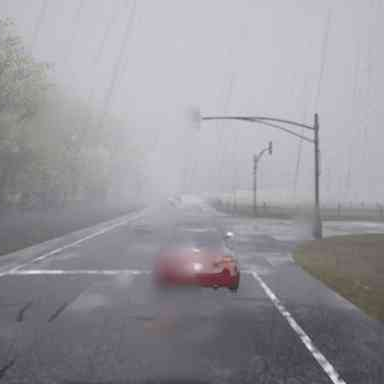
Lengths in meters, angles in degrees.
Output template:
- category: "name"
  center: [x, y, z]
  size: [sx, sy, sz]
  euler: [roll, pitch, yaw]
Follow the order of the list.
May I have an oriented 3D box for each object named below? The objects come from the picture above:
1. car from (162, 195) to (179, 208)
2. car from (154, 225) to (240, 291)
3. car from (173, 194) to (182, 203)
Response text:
- category: "car"
  center: [-3.439, 1.681, 51.551]
  size: [1.812, 1.442, 4.674]
  euler: [0, 0, 0]
- category: "car"
  center: [0.203, 1.593, 9.156]
  size: [1.994, 1.385, 4.181]
  euler: [0, 0, 3]
- category: "car"
  center: [-3.538, 1.454, 77.769]
  size: [2.150, 2.045, 5.566]
  euler: [0, 0, 0]
